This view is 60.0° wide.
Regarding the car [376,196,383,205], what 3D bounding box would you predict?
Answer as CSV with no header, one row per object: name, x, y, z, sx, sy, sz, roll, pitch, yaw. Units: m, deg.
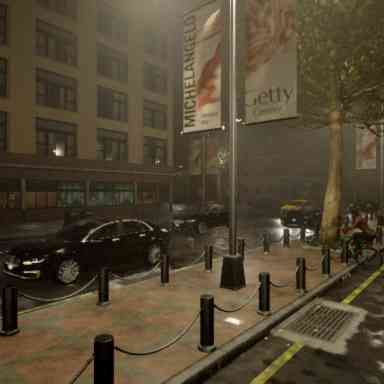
car,35.394,1.477,61.262,1.882,1.535,5.008,0,0,39

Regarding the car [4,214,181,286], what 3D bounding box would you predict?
car,-2.716,1.505,9.674,1.837,1.490,4.892,0,0,39

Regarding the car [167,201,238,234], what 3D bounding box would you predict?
car,0.798,1.491,19.399,2.128,1.511,4.902,0,0,40

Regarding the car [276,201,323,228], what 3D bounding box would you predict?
car,7.598,1.562,22.189,1.994,1.385,4.181,0,0,39

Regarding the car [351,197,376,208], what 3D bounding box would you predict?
car,25.631,1.546,49.649,2.033,1.411,5.357,0,0,43

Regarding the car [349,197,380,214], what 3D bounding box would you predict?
car,18.084,1.352,34.910,2.097,1.767,4.553,0,0,40

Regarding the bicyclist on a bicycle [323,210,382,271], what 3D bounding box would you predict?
bicyclist on a bicycle,4.772,1.361,9.736,1.656,1.620,0.582,16,11,40

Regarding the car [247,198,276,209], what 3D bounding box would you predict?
car,10.443,1.547,46.418,5.357,1.411,2.033,0,0,29

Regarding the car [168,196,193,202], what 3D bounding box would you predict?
car,-1.999,1.502,56.189,4.892,1.490,1.837,-1,-1,38

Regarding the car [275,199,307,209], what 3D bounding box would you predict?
car,9.787,1.478,30.348,1.882,1.535,5.008,0,0,39
